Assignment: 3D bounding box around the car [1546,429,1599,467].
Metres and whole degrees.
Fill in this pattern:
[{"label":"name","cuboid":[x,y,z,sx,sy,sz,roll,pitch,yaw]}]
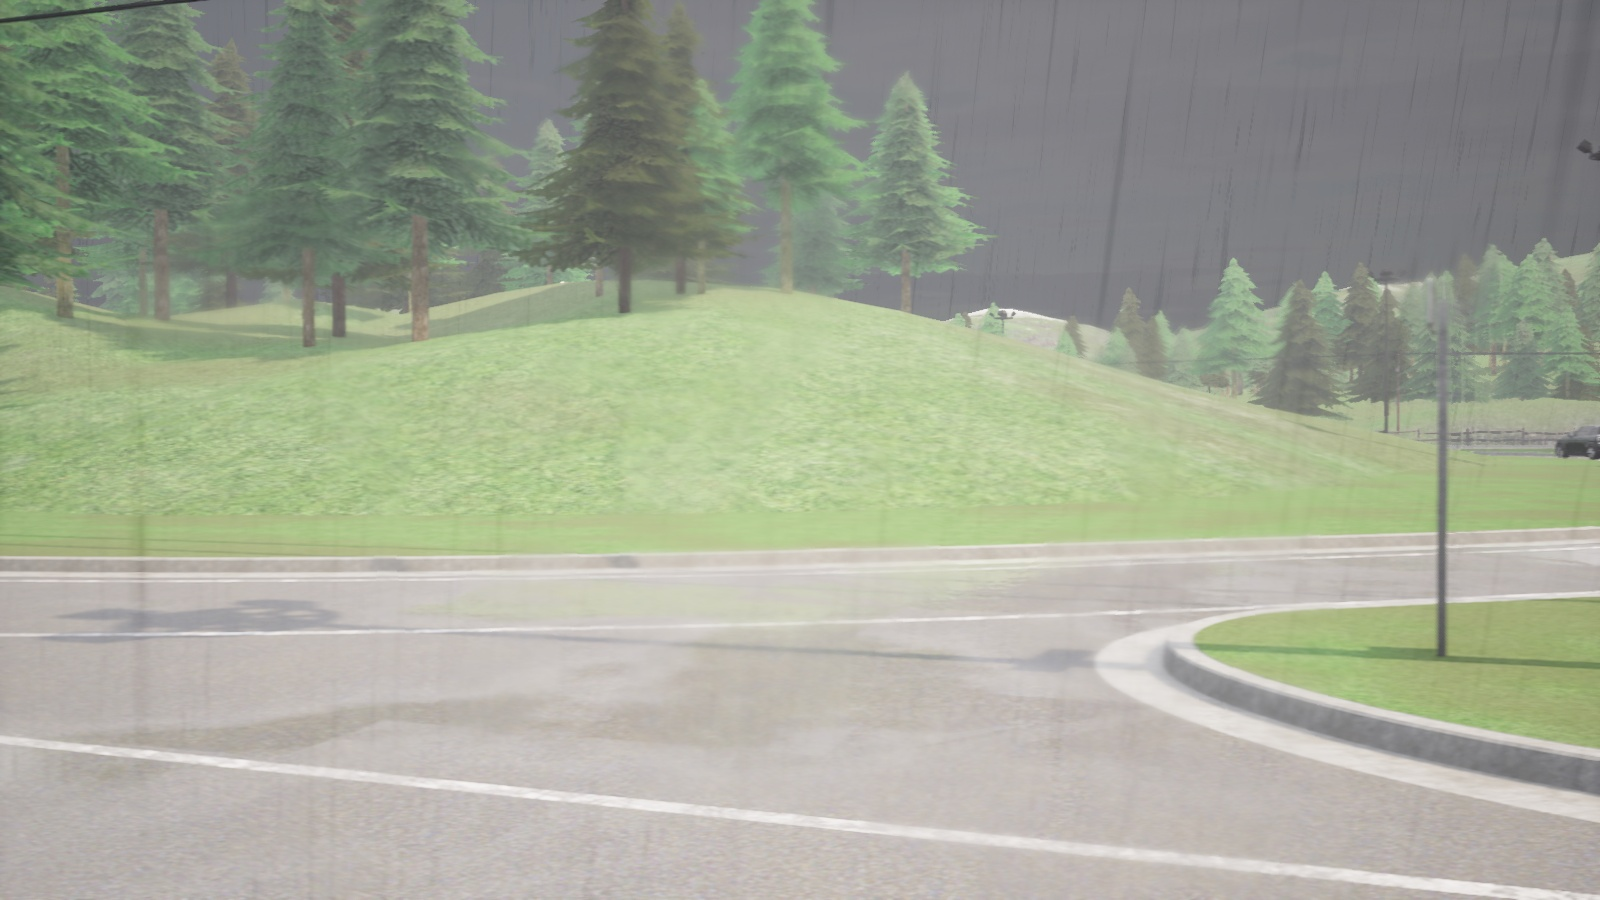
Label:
[{"label":"car","cuboid":[37.940,-0.135,60.153,2.097,1.767,4.553,0,1,7]}]
